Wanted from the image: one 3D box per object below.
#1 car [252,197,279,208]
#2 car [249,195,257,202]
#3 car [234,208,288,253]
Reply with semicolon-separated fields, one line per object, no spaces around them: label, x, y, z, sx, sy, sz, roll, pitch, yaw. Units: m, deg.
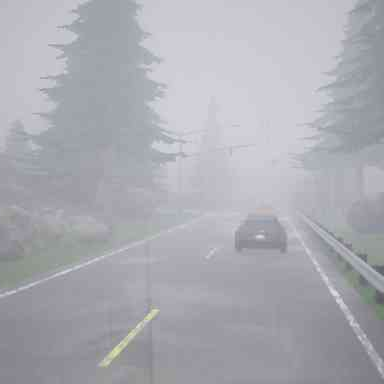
car;6.359;1.483;28.422;1.882;1.535;5.008;0;0;13
car;13.953;1.444;75.602;1.882;1.535;5.008;0;0;13
car;2.897;1.571;13.827;1.994;1.385;4.181;0;0;13
